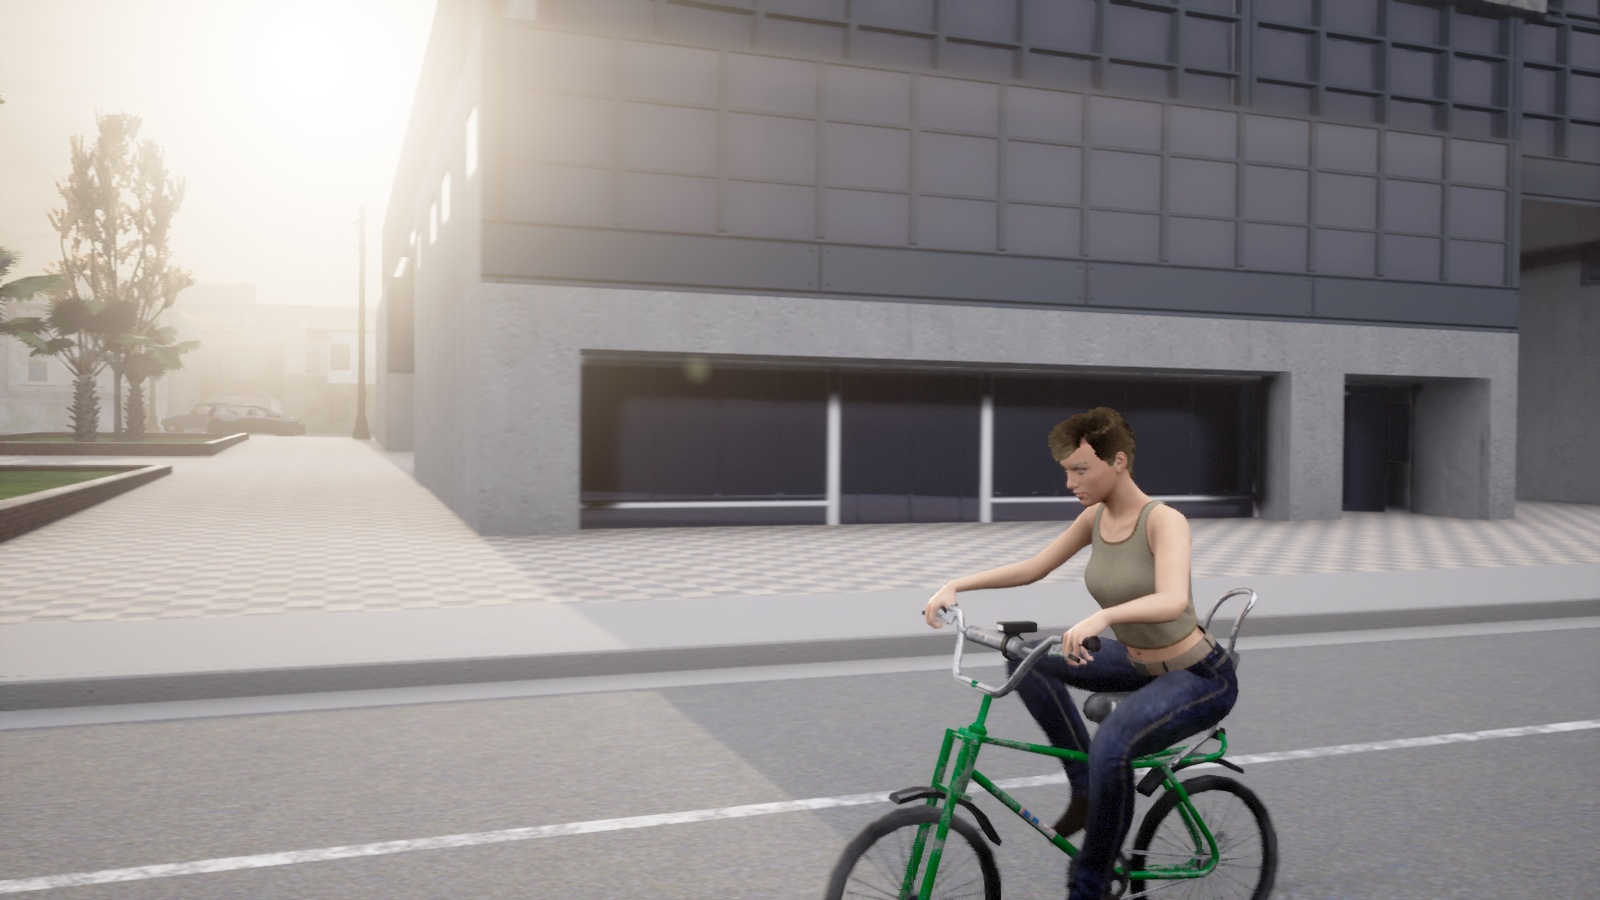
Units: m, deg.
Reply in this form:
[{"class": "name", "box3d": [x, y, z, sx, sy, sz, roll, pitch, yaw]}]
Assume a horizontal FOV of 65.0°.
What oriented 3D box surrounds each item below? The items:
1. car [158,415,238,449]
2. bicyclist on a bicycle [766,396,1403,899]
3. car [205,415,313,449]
[{"class": "car", "box3d": [-33.682, -1.018, 70.410, 3.866, 1.878, 1.905, -1, 1, -21]}, {"class": "bicyclist on a bicycle", "box3d": [0.772, 0.668, 3.535, 1.509, 1.612, 0.866, -1, 1, -21]}, {"class": "car", "box3d": [-26.944, -0.901, 62.525, 4.611, 1.667, 2.242, -1, 1, -33]}]
